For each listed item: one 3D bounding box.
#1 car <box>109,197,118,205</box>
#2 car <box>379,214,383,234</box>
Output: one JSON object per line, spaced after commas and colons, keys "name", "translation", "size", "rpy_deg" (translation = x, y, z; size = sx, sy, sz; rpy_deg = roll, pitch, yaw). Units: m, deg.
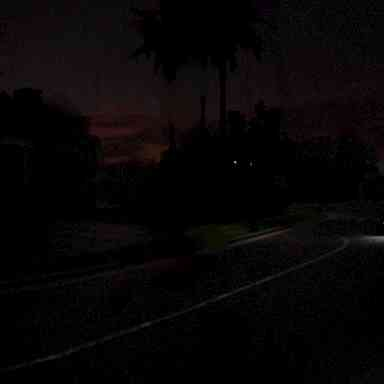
{"name": "car", "translation": [-12.998, 1.601, 60.530], "size": [4.892, 1.490, 1.837], "rpy_deg": [0, 1, 37]}
{"name": "car", "translation": [11.139, 1.374, 17.307], "size": [2.033, 1.411, 5.357], "rpy_deg": [-1, 0, 37]}
